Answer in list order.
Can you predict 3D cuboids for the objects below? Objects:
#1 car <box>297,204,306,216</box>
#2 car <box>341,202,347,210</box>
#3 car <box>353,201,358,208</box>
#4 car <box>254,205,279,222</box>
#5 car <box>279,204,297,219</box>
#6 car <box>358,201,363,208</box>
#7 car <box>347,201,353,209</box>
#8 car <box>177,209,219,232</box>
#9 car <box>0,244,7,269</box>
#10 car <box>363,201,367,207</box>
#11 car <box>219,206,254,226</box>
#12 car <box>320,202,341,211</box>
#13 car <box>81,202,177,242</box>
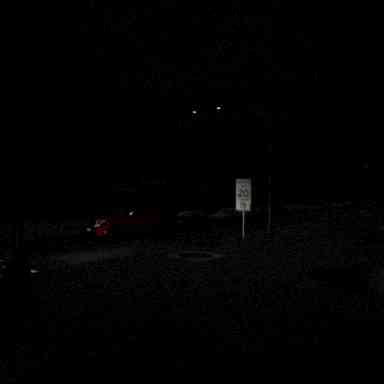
[{"bbox_3d":[12.293,2.092,39.583,2.008,1.369,4.403,-1,-1,35],"label":"car"},{"bbox_3d":[24.705,2.367,57.065,1.752,1.417,4.829,-1,-1,35],"label":"car"},{"bbox_3d":[31.058,2.576,66.013,1.802,1.307,4.206,-1,-1,35],"label":"car"},{"bbox_3d":[6.038,1.954,30.772,1.947,1.339,4.313,-1,-1,35],"label":"car"},{"bbox_3d":[9.165,2.031,35.177,1.947,1.339,4.313,-1,-1,35],"label":"car"},{"bbox_3d":[34.186,2.635,70.419,1.947,1.339,4.313,-1,-1,35],"label":"car"},{"bbox_3d":[27.931,2.485,61.608,1.947,1.339,4.313,-1,-1,35],"label":"car"},{"bbox_3d":[-0.217,1.817,21.961,1.802,1.307,4.206,-1,-1,35],"label":"car"},{"bbox_3d":[-7.000,1.497,7.670,2.128,1.511,4.902,1,-1,36],"label":"car"},{"bbox_3d":[40.440,2.788,79.228,1.947,1.339,4.313,-1,-1,35],"label":"car"},{"bbox_3d":[2.812,1.835,26.229,1.752,1.417,4.829,-1,-1,35],"label":"car"},{"bbox_3d":[21.676,2.319,52.798,2.008,1.369,4.403,-1,-1,35],"label":"car"},{"bbox_3d":[-3.344,1.473,17.561,2.192,1.841,5.009,-1,-1,35],"label":"car"}]
